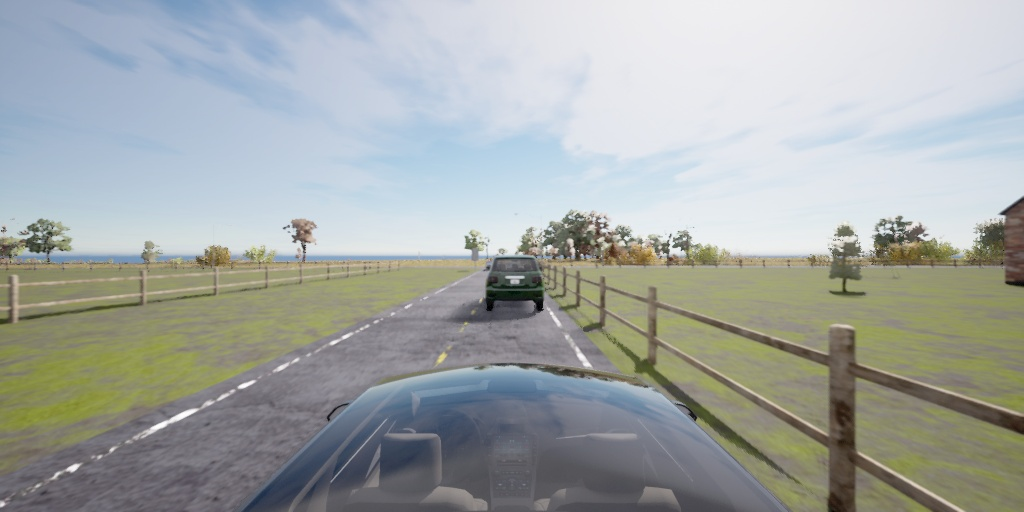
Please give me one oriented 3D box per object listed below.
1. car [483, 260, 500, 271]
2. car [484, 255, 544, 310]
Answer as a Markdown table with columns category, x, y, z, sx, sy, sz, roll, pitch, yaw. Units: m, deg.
| category | x | y | z | sx | sy | sz | roll | pitch | yaw |
| --- | --- | --- | --- | --- | --- | --- | --- | --- | --- |
| car | -2.783 | 1.313 | 49.616 | 2.033 | 1.411 | 5.357 | 0 | 0 | 1 |
| car | 0.100 | 0.978 | 14.963 | 2.150 | 2.045 | 5.566 | 0 | 0 | 0 |
